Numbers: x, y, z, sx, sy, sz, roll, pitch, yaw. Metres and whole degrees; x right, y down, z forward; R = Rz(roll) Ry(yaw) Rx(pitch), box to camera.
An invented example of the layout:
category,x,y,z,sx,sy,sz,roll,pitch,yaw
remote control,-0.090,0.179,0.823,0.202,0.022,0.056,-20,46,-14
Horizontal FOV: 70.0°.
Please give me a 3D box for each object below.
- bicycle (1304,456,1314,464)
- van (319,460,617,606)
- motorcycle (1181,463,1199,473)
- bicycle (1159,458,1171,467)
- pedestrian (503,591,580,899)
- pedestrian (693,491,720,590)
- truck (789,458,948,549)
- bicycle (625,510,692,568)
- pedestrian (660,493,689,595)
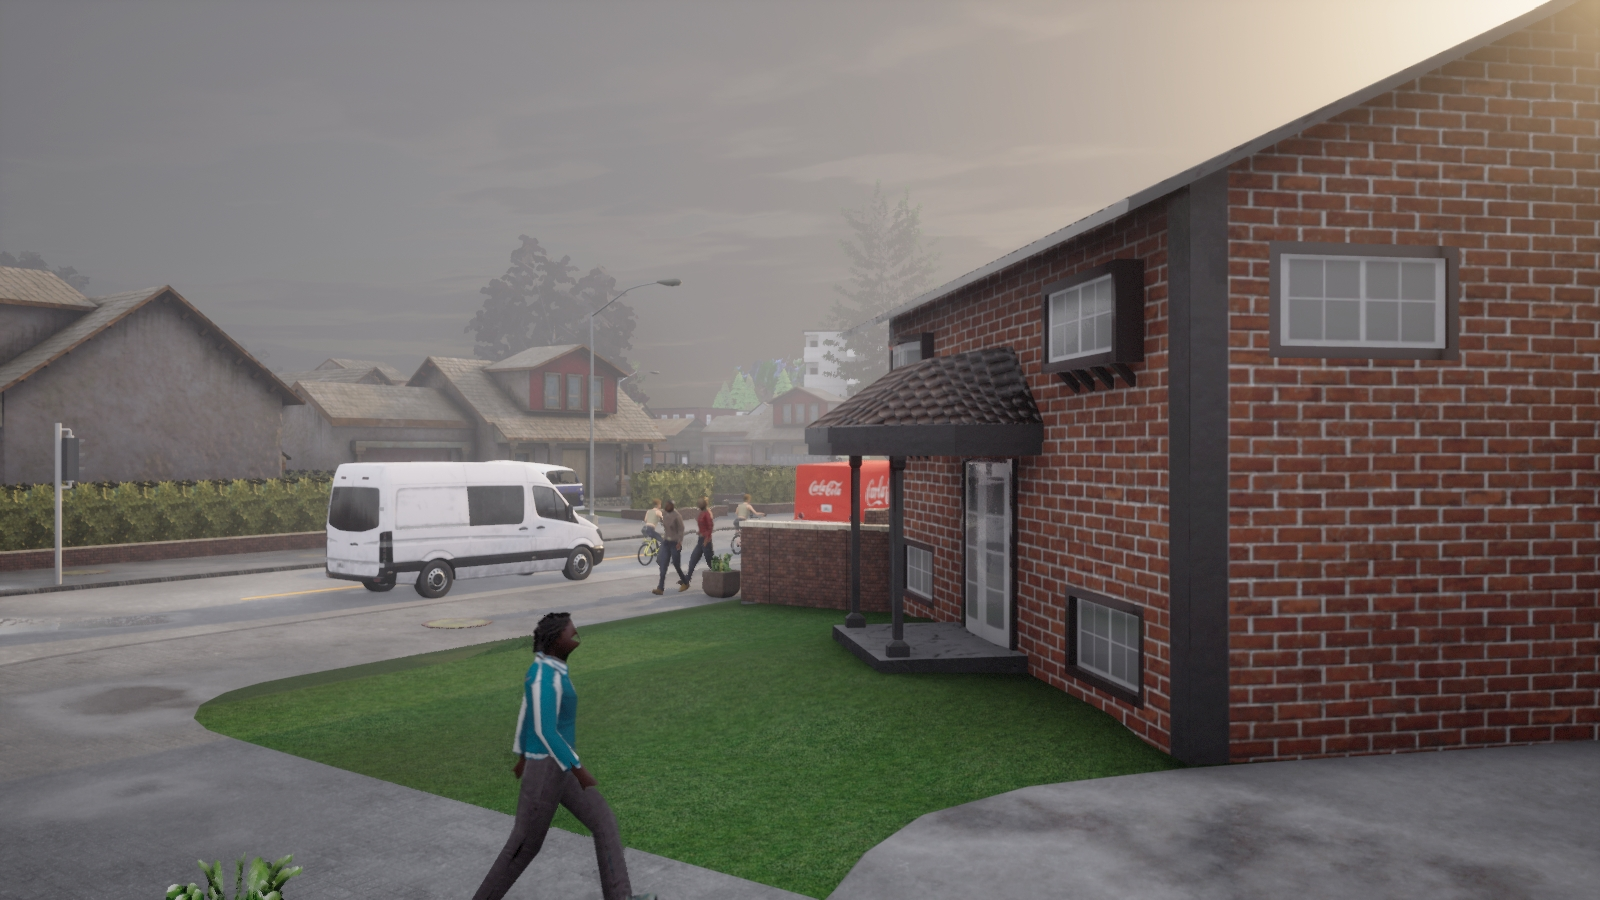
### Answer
category,x,y,z,sx,sy,sz,roll,pitch,yaw
bicycle,103.078,2.026,231.409,1.643,1.496,0.373,1,0,35
van,-6.589,1.522,23.474,1.988,2.561,5.915,0,0,36
motorcycle,47.455,2.161,139.026,2.033,1.199,0.803,0,0,35
bicycle,58.440,2.025,182.782,1.835,1.471,0.329,0,0,35
pedestrian,-1.432,1.742,6.355,0.375,1.860,0.375,0,0,-6
pedestrian,-1.802,1.735,22.020,0.375,1.860,0.375,0,0,-30
truck,2.246,1.573,36.006,2.627,2.467,5.204,0,1,35
bicycle,-3.440,2.146,27.855,0.859,1.276,1.487,0,0,35
pedestrian,-2.340,1.735,21.312,0.375,1.860,0.375,0,0,36
